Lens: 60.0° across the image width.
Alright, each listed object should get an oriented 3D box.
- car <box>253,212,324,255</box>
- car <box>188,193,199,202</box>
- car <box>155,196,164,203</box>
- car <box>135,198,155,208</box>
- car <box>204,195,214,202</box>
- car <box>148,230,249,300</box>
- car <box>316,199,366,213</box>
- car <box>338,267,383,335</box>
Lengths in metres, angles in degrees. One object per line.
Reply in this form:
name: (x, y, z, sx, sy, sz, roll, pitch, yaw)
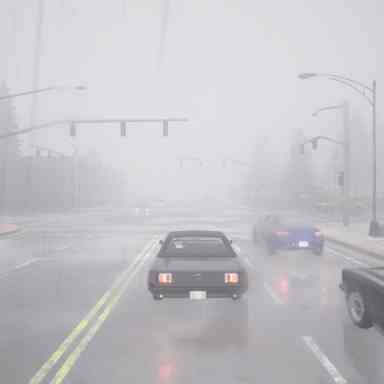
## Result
car: (3.638, 1.526, 13.111, 1.812, 1.442, 4.674, 0, 0, 0)
car: (0.336, 1.225, 74.891, 2.150, 2.045, 5.566, 0, 0, 0)
car: (-6.717, 1.564, 67.668, 1.994, 1.385, 4.181, 0, 0, 1)
car: (-6.887, 1.526, 47.501, 1.812, 1.442, 4.674, 0, 0, 0)
car: (3.840, 1.355, 74.996, 2.097, 1.767, 4.553, 0, 0, 0)
car: (0.100, 1.601, 8.320, 1.895, 1.301, 4.718, 0, 0, 0)
car: (16.084, 1.478, 36.090, 5.008, 1.535, 1.882, 0, 0, 0)
car: (3.614, 1.601, 4.008, 1.895, 1.301, 4.718, 0, 0, 0)
